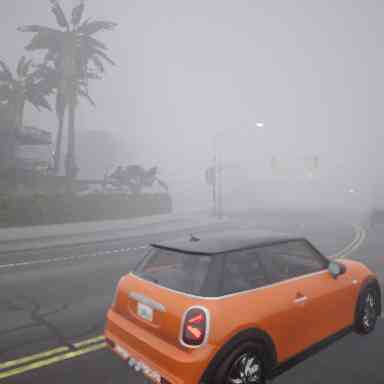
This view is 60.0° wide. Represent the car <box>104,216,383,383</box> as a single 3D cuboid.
[{"bbox_3d":[1.080,1.381,5.146,4.553,1.767,2.097,0,-1,-41],"label":"car"}]

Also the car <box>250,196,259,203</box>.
[{"bbox_3d":[15.220,1.781,80.761,2.185,1.767,4.553,0,0,11],"label":"car"}]

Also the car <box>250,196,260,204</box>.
[{"bbox_3d":[14.073,1.874,74.437,2.097,1.535,5.008,0,0,11],"label":"car"}]

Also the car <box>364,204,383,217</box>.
[{"bbox_3d":[13.129,1.578,22.993,1.882,1.535,5.008,0,0,21],"label":"car"}]

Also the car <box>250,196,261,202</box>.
[{"bbox_3d":[17.406,1.963,91.312,2.231,1.521,4.892,0,0,21],"label":"car"}]
